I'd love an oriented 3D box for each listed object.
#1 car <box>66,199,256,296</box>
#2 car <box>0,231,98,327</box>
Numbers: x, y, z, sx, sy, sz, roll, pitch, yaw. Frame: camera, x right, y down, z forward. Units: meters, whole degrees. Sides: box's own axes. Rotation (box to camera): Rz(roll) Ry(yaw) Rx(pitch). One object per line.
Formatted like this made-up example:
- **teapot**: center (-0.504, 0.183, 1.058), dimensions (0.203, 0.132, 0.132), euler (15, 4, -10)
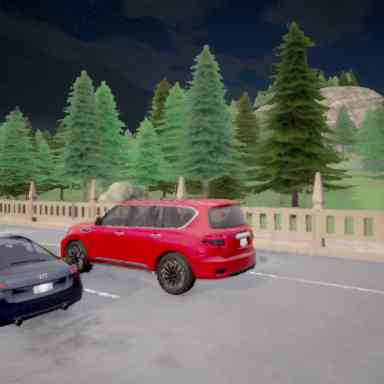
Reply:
- **car**: center (-1.081, 1.196, 8.821), dimensions (5.566, 2.045, 2.150), euler (0, 0, 34)
- **car**: center (-4.110, 1.552, 6.609), dimensions (4.181, 1.385, 1.994), euler (0, 0, 34)
